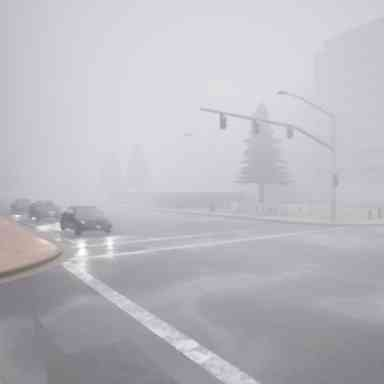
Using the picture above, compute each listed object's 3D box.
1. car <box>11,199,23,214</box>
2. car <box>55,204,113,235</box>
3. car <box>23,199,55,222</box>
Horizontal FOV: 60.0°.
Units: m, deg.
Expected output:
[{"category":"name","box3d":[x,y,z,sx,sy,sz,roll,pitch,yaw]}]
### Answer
[{"category":"car","box3d":[-17.939,1.489,35.337,1.837,1.490,4.892,0,0,-36]},{"category":"car","box3d":[-6.107,1.515,18.851,1.812,1.442,4.674,0,0,-36]},{"category":"car","box3d":[-11.907,1.478,26.919,2.128,1.511,4.902,0,0,-36]}]
